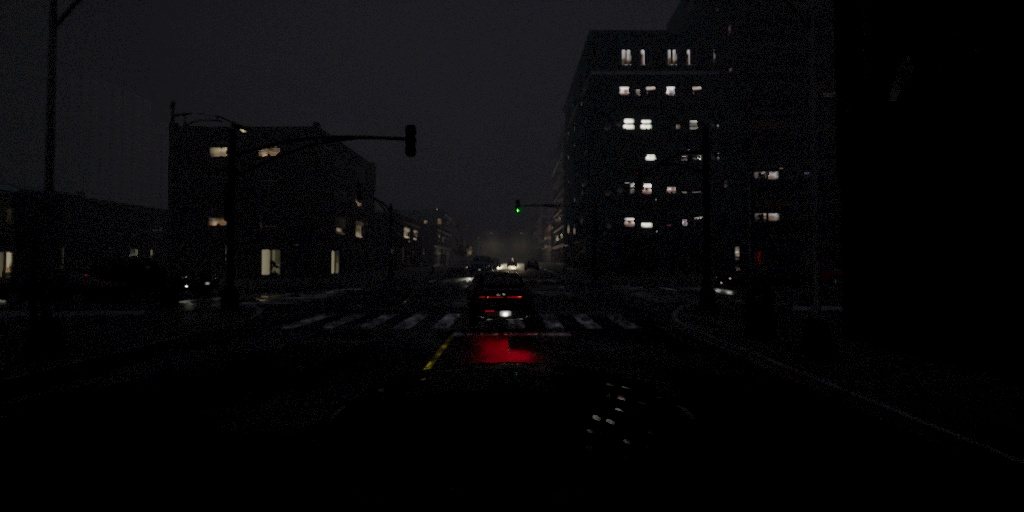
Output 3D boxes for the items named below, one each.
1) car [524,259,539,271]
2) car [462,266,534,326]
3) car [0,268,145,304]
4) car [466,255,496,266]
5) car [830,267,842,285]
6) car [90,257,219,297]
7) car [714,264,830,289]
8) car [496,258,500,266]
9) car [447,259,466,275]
[{"bbox_3d":[2.701,1.165,49.749,1.967,1.591,4.097,0,0,0],"label":"car"},{"bbox_3d":[-0.566,1.251,11.802,1.837,1.490,4.892,1,0,-9],"label":"car"},{"bbox_3d":[-19.291,1.358,15.615,4.507,1.381,1.888,0,0,1],"label":"car"},{"bbox_3d":[-3.083,0.954,36.772,2.150,2.045,5.566,0,0,0],"label":"car"},{"bbox_3d":[19.481,1.192,23.847,4.507,1.381,1.888,0,0,1],"label":"car"},{"bbox_3d":[-18.304,1.076,18.343,5.566,2.045,2.150,-1,-1,1],"label":"car"},{"bbox_3d":[15.053,1.181,21.223,5.357,1.411,2.033,0,-1,1],"label":"car"},{"bbox_3d":[-3.069,1.289,48.805,1.994,1.385,4.181,0,0,0],"label":"car"},{"bbox_3d":[-5.759,1.277,38.321,1.888,1.381,4.507,0,0,0],"label":"car"}]
